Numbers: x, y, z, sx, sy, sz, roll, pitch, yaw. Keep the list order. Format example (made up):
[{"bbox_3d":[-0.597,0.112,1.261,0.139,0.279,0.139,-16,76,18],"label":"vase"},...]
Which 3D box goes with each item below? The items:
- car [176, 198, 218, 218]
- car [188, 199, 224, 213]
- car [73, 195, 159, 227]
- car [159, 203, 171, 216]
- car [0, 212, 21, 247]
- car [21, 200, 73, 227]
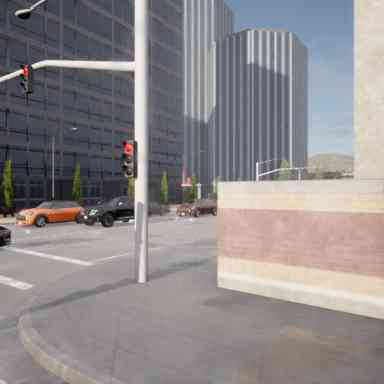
[{"bbox_3d":[0.528,1.407,31.530,2.097,1.767,4.553,0,0,36],"label":"car"},{"bbox_3d":[1.696,1.560,39.139,1.837,1.490,4.892,0,0,36],"label":"car"},{"bbox_3d":[-5.203,1.277,23.562,2.150,2.045,5.566,0,0,36],"label":"car"},{"bbox_3d":[-4.231,1.603,30.910,2.033,1.411,5.357,0,0,36],"label":"car"},{"bbox_3d":[-9.284,1.534,12.034,4.902,1.511,2.128,1,0,-43],"label":"car"},{"bbox_3d":[-9.758,1.407,23.216,2.097,1.767,4.553,0,0,36],"label":"car"}]
